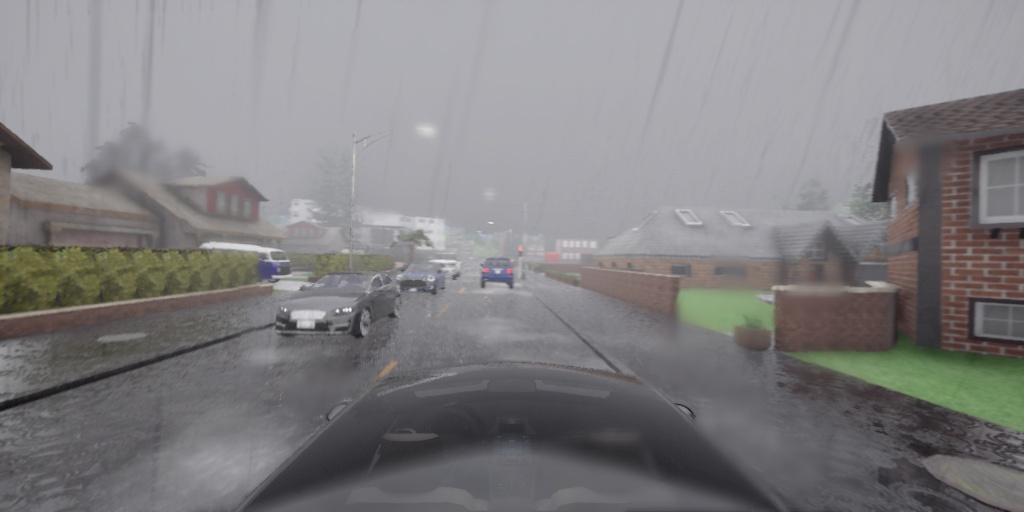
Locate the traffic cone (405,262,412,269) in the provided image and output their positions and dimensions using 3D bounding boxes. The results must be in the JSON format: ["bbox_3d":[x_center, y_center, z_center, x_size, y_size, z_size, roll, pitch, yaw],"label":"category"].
[{"bbox_3d":[-17.513,1.547,60.558,0.344,0.586,0.344,0,0,-3],"label":"traffic cone"}]

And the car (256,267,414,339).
[{"bbox_3d":[-4.445,1.183,9.974,2.128,1.511,4.902,2,0,-3],"label":"car"}]

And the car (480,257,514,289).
[{"bbox_3d":[-1.038,1.112,25.037,2.150,2.045,5.566,2,-1,-3],"label":"car"}]

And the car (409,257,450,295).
[{"bbox_3d":[-4.966,1.104,19.987,2.097,1.767,4.553,2,0,-3],"label":"car"}]

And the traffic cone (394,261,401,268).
[{"bbox_3d":[-18.783,1.480,58.877,0.344,0.586,0.344,0,0,-3],"label":"traffic cone"}]

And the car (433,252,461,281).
[{"bbox_3d":[-5.364,0.686,29.002,2.150,2.045,5.566,2,0,-3],"label":"car"}]

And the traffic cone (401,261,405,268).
[{"bbox_3d":[-18.454,1.489,59.466,0.344,0.586,0.344,0,0,-3],"label":"traffic cone"}]
